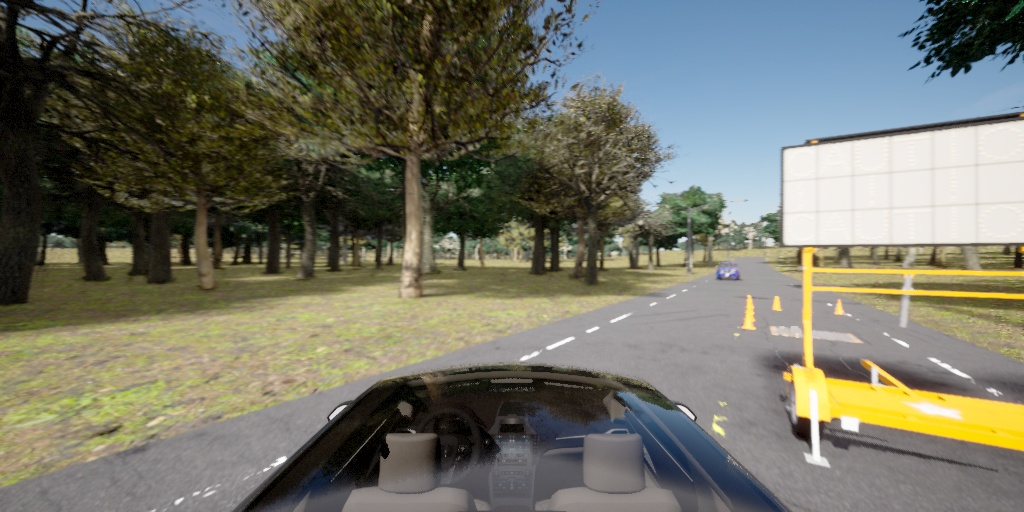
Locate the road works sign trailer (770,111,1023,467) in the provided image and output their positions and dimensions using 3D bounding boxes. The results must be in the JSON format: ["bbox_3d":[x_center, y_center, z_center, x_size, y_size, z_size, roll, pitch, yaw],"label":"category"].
[{"bbox_3d":[4.616,0.296,4.232,2.380,3.560,2.880,0,0,31],"label":"road works sign trailer"}]

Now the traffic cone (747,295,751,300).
[{"bbox_3d":[9.404,1.971,14.250,0.340,0.580,0.340,0,0,34],"label":"traffic cone"}]

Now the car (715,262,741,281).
[{"bbox_3d":[24.467,1.681,40.560,2.150,2.045,5.566,0,-1,34],"label":"car"}]

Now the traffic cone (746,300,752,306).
[{"bbox_3d":[8.298,1.938,12.584,0.340,0.580,0.340,0,0,34],"label":"traffic cone"}]

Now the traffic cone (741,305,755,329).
[{"bbox_3d":[7.191,1.904,10.919,0.340,0.580,0.340,0,0,34],"label":"traffic cone"}]
